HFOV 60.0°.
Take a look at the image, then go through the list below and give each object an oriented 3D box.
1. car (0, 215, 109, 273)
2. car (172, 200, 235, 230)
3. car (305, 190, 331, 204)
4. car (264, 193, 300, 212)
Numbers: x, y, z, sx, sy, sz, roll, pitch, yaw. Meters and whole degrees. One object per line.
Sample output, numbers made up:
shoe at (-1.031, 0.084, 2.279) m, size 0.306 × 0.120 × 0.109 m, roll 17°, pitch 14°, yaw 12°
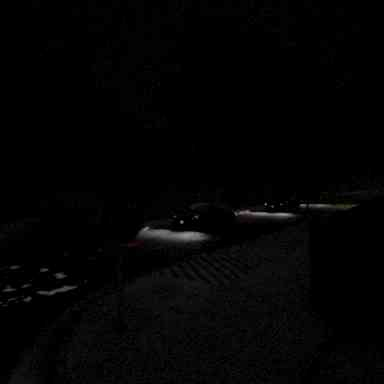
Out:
car at (-4.970, 1.492, 10.959) m, size 2.033 × 1.411 × 5.357 m, roll -1°, pitch 1°, yaw 35°
car at (0.818, 1.224, 19.075) m, size 1.812 × 1.442 × 4.674 m, roll -1°, pitch 1°, yaw 35°
car at (14.558, 0.584, 38.277) m, size 1.837 × 1.490 × 4.892 m, roll -1°, pitch 1°, yaw 36°
car at (7.934, 0.886, 29.041) m, size 1.837 × 1.490 × 4.892 m, roll -1°, pitch 1°, yaw 36°
